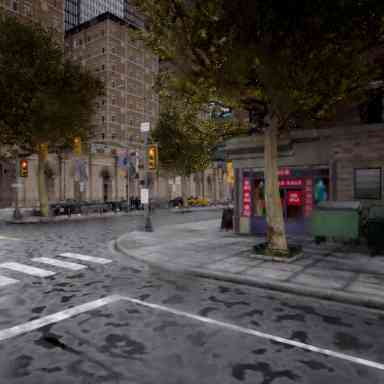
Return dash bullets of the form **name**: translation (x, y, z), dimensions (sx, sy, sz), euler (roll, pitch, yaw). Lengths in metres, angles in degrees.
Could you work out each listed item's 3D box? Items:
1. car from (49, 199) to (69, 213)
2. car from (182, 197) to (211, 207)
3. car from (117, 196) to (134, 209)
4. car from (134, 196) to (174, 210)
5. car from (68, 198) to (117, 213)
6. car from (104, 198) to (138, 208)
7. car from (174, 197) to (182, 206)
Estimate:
- **car**: translation (-13.845, 1.505, 37.466), dimensions (1.837, 1.490, 4.892), euler (0, 0, 36)
- **car**: translation (1.077, 1.478, 52.106), dimensions (1.882, 1.535, 5.008), euler (0, 0, 36)
- **car**: translation (-7.899, 1.352, 45.690), dimensions (2.097, 1.767, 4.553), euler (0, 0, 36)
- **car**: translation (-4.932, 1.505, 43.818), dimensions (1.837, 1.490, 4.892), euler (0, 0, 36)
- **car**: translation (-10.663, 1.564, 35.893), dimensions (1.994, 1.385, 4.181), euler (0, 0, 36)
- **car**: translation (-10.172, 1.595, 47.925), dimensions (1.895, 1.301, 4.718), euler (0, 0, 36)
- **car**: translation (-1.780, 1.478, 54.134), dimensions (1.882, 1.535, 5.008), euler (0, 0, 36)
